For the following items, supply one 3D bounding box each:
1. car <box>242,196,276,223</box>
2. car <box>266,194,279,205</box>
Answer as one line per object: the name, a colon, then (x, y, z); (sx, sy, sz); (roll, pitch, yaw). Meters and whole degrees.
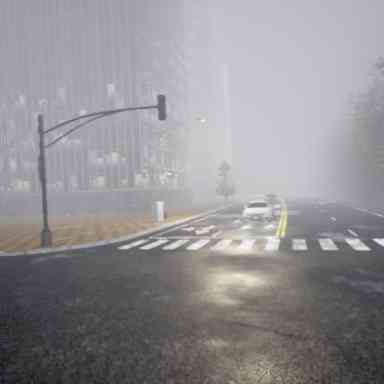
car: (4.698, 1.330, 23.473); (1.812, 1.442, 4.674); (-3, 0, 16)
car: (10.705, 1.049, 45.020); (1.837, 1.490, 4.892); (-3, 0, 15)
